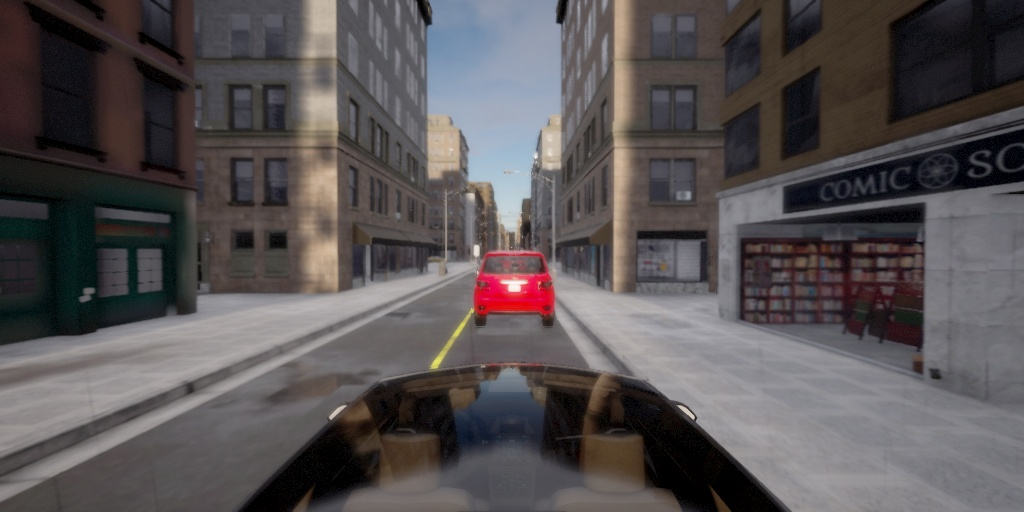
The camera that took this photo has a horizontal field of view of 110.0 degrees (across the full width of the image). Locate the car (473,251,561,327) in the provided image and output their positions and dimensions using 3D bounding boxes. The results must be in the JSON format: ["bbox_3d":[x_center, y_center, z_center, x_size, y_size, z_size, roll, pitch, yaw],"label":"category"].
[{"bbox_3d":[0.069,0.876,11.349,2.150,2.045,5.566,0,0,0],"label":"car"}]

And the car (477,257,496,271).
[{"bbox_3d":[-2.852,0.910,41.059,1.812,1.442,4.674,0,1,0],"label":"car"}]
